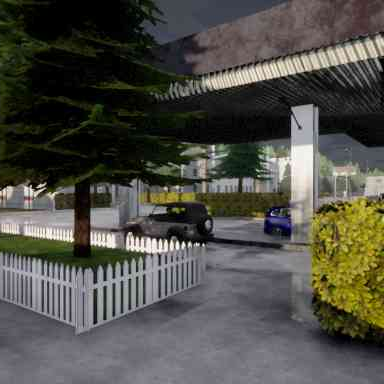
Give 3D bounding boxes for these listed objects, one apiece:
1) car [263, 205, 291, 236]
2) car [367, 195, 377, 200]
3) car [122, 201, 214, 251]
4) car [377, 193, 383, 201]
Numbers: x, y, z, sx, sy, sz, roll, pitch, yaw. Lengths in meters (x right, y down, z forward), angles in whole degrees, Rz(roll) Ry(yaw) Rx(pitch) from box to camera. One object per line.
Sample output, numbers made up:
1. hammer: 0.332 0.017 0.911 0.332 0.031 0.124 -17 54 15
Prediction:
1. car: 5.820 1.480 15.985 4.611 1.667 2.242 0 0 35
2. car: 33.036 1.298 60.262 2.007 1.523 4.514 0 0 35
3. car: -0.981 1.313 13.836 3.866 1.878 1.905 0 0 35
4. car: 25.773 1.077 43.521 1.905 1.878 3.866 0 0 35
